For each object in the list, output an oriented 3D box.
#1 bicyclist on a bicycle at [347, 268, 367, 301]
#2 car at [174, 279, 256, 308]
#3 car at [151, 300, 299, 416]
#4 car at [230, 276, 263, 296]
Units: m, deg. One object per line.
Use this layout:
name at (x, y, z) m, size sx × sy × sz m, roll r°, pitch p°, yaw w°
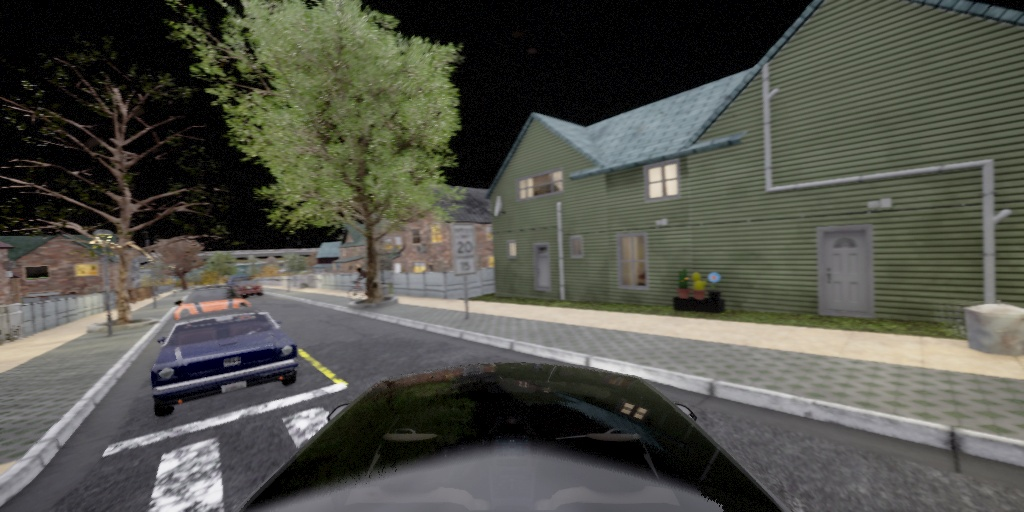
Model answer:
bicyclist on a bicycle at (-7.394, 1.385, 17.881) m, size 1.656 × 1.620 × 0.582 m, roll -7°, pitch 3°, yaw -41°
car at (-11.631, 1.970, 13.991) m, size 2.097 × 1.767 × 4.553 m, roll -4°, pitch 0°, yaw -41°
car at (-5.662, 1.777, 7.097) m, size 1.895 × 1.301 × 4.718 m, roll -4°, pitch 0°, yaw -41°
car at (-25.208, 3.009, 34.154) m, size 2.097 × 1.767 × 4.553 m, roll -4°, pitch 0°, yaw -40°
